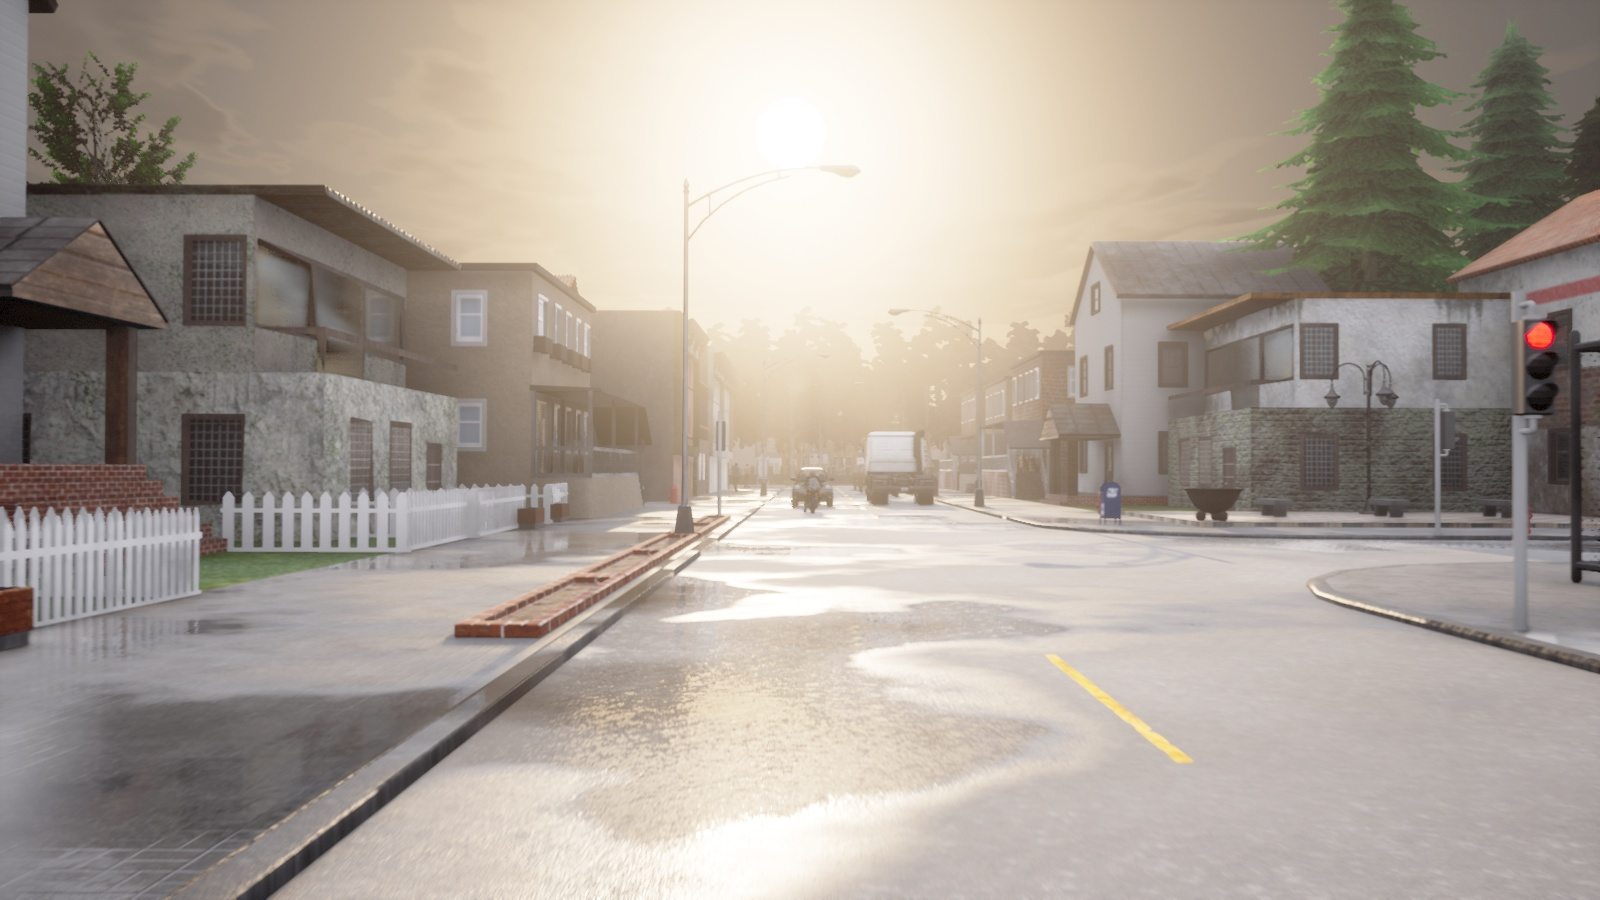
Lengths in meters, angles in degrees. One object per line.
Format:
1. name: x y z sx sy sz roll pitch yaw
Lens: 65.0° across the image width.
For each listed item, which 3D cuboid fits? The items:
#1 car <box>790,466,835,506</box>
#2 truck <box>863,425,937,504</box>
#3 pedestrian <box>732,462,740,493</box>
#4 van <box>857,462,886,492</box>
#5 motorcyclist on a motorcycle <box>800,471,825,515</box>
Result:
1. car: 0.526 1.500 53.000 1.851 1.617 3.988 0 -1 1
2. truck: 4.581 0.692 58.945 2.891 3.462 7.936 0 -1 0
3. pedestrian: -3.907 1.688 76.988 0.396 1.930 0.692 0 -1 -12
4. van: 4.826 1.818 85.402 1.775 1.987 4.442 0 -1 1
5. motorcyclist on a motorcycle: 0.453 1.515 44.812 0.866 1.530 2.191 0 -1 0
